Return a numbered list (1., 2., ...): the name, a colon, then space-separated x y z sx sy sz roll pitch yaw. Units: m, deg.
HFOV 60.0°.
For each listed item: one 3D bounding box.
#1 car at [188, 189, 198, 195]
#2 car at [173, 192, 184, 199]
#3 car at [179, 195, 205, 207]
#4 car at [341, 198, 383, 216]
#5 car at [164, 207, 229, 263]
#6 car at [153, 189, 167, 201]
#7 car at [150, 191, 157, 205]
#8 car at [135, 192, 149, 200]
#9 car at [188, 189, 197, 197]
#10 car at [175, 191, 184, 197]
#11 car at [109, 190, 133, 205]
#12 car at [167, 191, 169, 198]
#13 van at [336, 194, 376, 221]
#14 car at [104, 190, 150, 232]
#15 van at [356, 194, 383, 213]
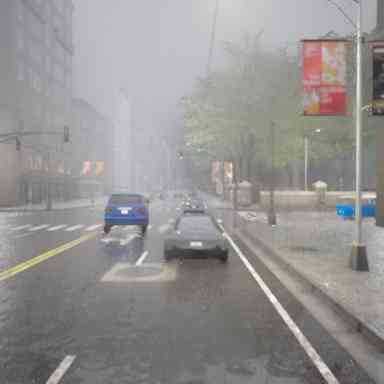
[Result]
1. car: 0.160 0.643 72.950 1.837 1.490 4.892 0 1 0
2. car: -3.091 0.668 72.956 2.128 1.511 4.902 0 1 0
3. car: 0.164 1.223 28.744 2.033 1.411 5.357 0 1 0
4. car: 15.911 1.262 29.107 4.892 1.490 1.837 0 1 1
5. car: 0.125 1.435 11.506 1.994 1.385 4.181 0 1 0
6. car: -6.395 0.504 61.927 2.150 2.045 5.566 0 1 1
7. car: -6.483 0.950 46.170 1.882 1.535 5.008 0 1 0
8. car: -9.615 0.734 64.144 1.882 1.535 5.008 0 1 0
9. car: 0.181 0.158 83.389 2.150 2.045 5.566 0 1 0
10. car: -3.068 0.528 83.401 1.895 1.301 4.718 0 1 0
11. car: -9.728 0.694 46.188 2.150 2.045 5.566 0 1 0
12. car: -6.332 0.578 77.192 2.128 1.511 4.902 0 1 0
13. van: 12.215 1.146 23.210 3.998 1.788 1.690 0 0 1
14. car: -3.567 1.014 18.572 2.150 2.045 5.566 0 1 -7
15. van: 17.999 1.080 31.646 3.998 1.788 1.690 0 0 1
